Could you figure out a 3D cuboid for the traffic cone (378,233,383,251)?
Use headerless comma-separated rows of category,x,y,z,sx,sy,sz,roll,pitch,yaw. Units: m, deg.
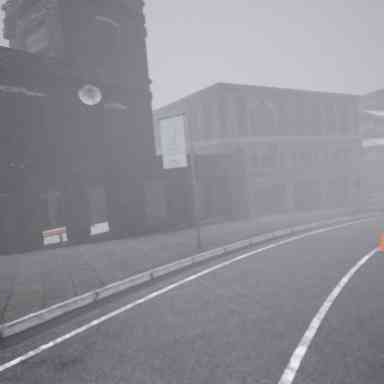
traffic cone,6.647,1.727,11.552,0.340,0.580,0.340,-2,0,38
